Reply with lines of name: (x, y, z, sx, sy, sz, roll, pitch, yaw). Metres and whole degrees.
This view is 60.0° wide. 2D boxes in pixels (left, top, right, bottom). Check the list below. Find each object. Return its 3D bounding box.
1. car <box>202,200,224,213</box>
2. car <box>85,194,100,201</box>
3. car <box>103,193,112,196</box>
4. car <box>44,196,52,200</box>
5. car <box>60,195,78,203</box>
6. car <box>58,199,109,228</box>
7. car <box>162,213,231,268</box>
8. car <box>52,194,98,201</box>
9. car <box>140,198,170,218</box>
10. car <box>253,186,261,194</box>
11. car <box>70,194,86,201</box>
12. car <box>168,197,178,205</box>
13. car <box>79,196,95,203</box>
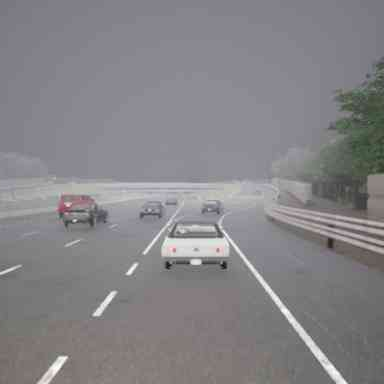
car: (2.188, 1.520, 34.381, 1.812, 1.442, 4.674, 1, 0, 12)
car: (-24.591, 1.334, 82.297, 2.033, 1.411, 5.357, 0, 0, 0)
car: (-21.091, 1.319, 82.338, 1.812, 1.442, 4.674, 0, 0, 0)
car: (-27.984, 1.468, 66.421, 1.994, 1.385, 4.181, 0, 0, 0)
car: (-24.485, 1.440, 66.461, 1.812, 1.442, 4.674, 0, 0, 0)
car: (-6.851, 1.477, 21.903, 2.128, 1.511, 4.902, 0, 0, 0)
car: (0.119, 1.593, 11.166, 1.895, 1.301, 4.718, 0, 0, 0)
car: (-10.341, 1.202, 30.420, 2.150, 2.045, 5.566, 0, 0, 0)
car: (-3.430, 1.529, 29.576, 2.033, 1.411, 5.357, 0, 0, 0)
car: (17.890, -0.342, 91.278, 2.128, 1.511, 4.902, 0, 3, 12)
car: (-28.090, 1.333, 82.257, 2.033, 1.411, 5.357, 0, 0, 0)
car: (-3.444, 1.529, 56.704, 1.994, 1.385, 4.181, 0, 0, 0)
car: (-20.985, 1.468, 66.502, 1.994, 1.385, 4.181, 0, 0, 0)
